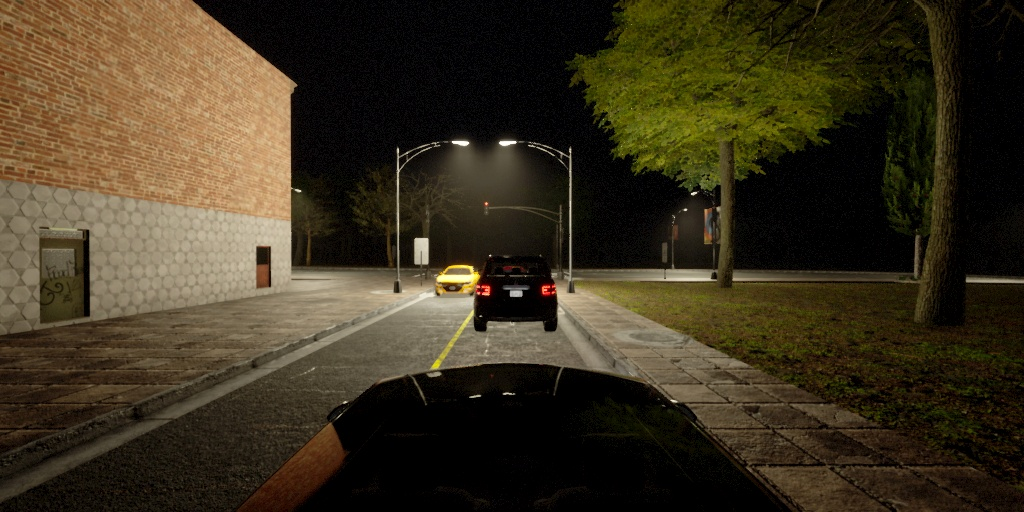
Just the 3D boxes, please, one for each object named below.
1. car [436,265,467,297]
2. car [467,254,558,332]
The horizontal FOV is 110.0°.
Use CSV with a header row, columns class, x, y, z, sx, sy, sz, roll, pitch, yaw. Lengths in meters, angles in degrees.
class,x,y,z,sx,sy,sz,roll,pitch,yaw
car,-2.806,1.258,19.455,1.882,1.535,5.008,0,0,0
car,0.086,0.980,11.050,2.150,2.045,5.566,0,0,0
